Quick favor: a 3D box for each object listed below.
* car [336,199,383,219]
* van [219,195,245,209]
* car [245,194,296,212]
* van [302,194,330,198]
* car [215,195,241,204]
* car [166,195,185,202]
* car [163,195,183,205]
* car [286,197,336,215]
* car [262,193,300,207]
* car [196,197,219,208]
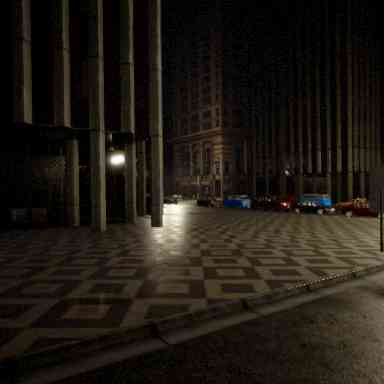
[{"bbox_3d":[15.359,1.567,28.899,1.887,1.381,4.507,-1,1,-36],"label":"car"},{"bbox_3d":[5.669,1.294,42.348,1.690,1.788,3.998,-1,1,-36],"label":"van"},{"bbox_3d":[8.898,1.290,37.864,2.192,1.841,5.009,-1,1,-36],"label":"car"},{"bbox_3d":[15.828,1.178,42.836,1.690,1.788,3.998,-1,1,-36],"label":"van"},{"bbox_3d":[6.048,1.296,56.429,1.752,1.417,4.829,-1,1,-36],"label":"car"},{"bbox_3d":[-3.534,1.256,69.745,2.008,1.369,4.403,-1,1,-36],"label":"car"},{"bbox_3d":[-4.017,1.438,55.800,2.008,1.369,4.403,-1,1,-36],"label":"car"},{"bbox_3d":[12.129,1.549,33.383,2.008,1.369,4.403,-1,1,-36],"label":"car"},{"bbox_3d":[12.600,1.130,47.321,2.192,1.841,5.009,-1,1,-36],"label":"car"},{"bbox_3d":[2.441,1.371,46.832,1.967,1.590,4.097,-1,1,-36],"label":"car"}]
